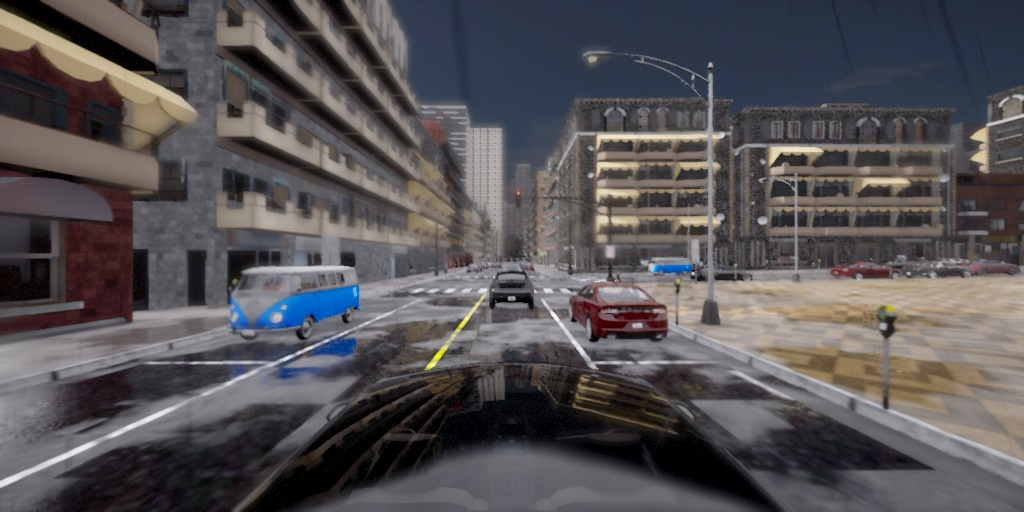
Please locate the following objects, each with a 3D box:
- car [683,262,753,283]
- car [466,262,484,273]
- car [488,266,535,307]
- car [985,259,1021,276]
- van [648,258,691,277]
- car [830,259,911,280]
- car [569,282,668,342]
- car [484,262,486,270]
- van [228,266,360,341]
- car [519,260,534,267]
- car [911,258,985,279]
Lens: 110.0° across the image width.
[{"bbox_3d":[15.748,1.320,27.107,4.313,1.339,1.948,0,0,-1],"label":"car"},{"bbox_3d":[-5.743,1.804,53.345,2.007,1.370,4.403,0,0,0],"label":"car"},{"bbox_3d":[-0.011,1.395,16.166,1.837,1.490,4.892,0,0,0],"label":"car"},{"bbox_3d":[39.759,0.948,30.163,4.181,1.385,1.994,-1,0,-1],"label":"car"},{"bbox_3d":[15.621,1.107,35.487,3.998,1.789,1.690,0,0,-1],"label":"van"},{"bbox_3d":[26.882,1.126,27.277,4.507,1.381,1.888,0,0,-1],"label":"car"},{"bbox_3d":[2.680,1.372,9.879,1.888,1.381,4.507,0,0,0],"label":"car"},{"bbox_3d":[-5.750,1.876,58.872,1.948,1.339,4.313,0,0,0],"label":"car"},{"bbox_3d":[-5.700,1.168,9.871,1.690,1.789,3.998,0,0,0],"label":"van"},{"bbox_3d":[2.631,1.750,58.875,1.967,1.591,4.097,0,0,0],"label":"car"},{"bbox_3d":[32.451,1.044,27.361,4.403,1.370,2.007,0,0,-1],"label":"car"}]
